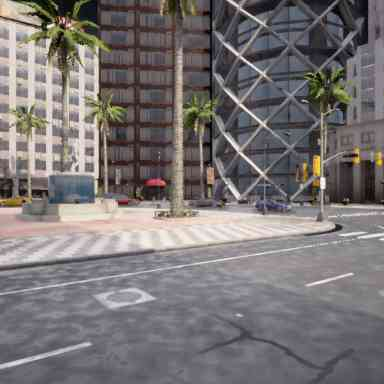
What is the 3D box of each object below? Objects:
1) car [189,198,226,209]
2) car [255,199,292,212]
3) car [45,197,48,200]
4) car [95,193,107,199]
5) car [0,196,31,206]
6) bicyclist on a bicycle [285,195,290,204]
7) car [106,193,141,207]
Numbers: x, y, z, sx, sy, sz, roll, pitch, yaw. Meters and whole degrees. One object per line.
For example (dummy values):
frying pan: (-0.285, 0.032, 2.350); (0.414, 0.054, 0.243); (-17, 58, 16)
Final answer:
car: (2.108, 1.547, 46.680); (5.357, 1.411, 2.033); (0, 0, 33)
car: (9.625, 1.526, 39.480); (1.812, 1.442, 4.674); (0, 0, -39)
car: (-25.587, 1.601, 58.827); (4.718, 1.301, 1.895); (0, 0, -10)
car: (-15.297, 1.221, 59.402); (5.566, 2.045, 2.150); (0, 0, 3)
car: (-28.766, 1.478, 54.459); (5.008, 1.535, 1.882); (0, 0, -14)
bicyclist on a bicycle: (15.718, 1.301, 54.602); (0.582, 1.620, 1.656); (0, 0, 42)
car: (-10.316, 1.353, 51.655); (4.553, 1.767, 2.097); (0, 0, 9)
